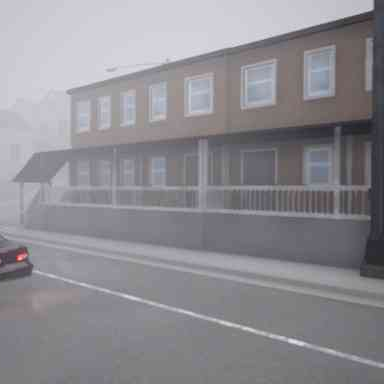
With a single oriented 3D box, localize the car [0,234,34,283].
[{"bbox_3d":[-6.114,1.469,8.321,5.357,1.411,2.033,0,0,36],"label":"car"}]
